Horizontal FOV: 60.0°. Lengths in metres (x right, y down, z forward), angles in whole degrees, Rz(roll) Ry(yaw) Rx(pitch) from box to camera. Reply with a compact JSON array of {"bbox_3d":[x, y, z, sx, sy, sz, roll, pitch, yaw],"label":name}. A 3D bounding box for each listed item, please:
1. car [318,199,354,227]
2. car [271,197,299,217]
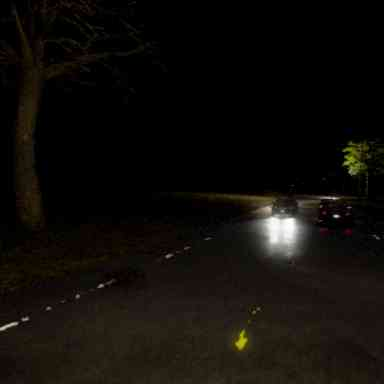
[{"bbox_3d":[9.179,1.376,21.348,1.994,1.385,4.181,1,1,21],"label":"car"},{"bbox_3d":[7.796,1.190,27.643,2.128,1.511,4.902,1,1,21],"label":"car"}]
